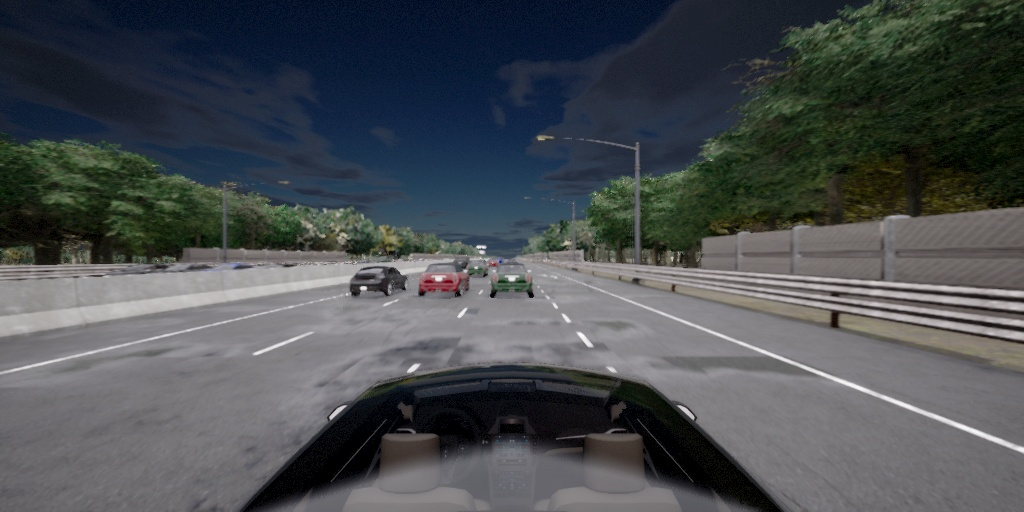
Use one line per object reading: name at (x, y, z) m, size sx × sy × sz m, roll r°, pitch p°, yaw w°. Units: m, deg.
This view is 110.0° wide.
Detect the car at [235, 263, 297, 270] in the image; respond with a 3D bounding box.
car at (-17.585, 1.321, 26.616) m, size 1.837 × 1.490 × 4.892 m, roll 0°, pitch 0°, yaw 0°

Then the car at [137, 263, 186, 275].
car at (-24.580, 1.299, 27.049) m, size 1.882 × 1.535 × 5.008 m, roll 0°, pitch 0°, yaw 0°

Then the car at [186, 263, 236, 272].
car at (-21.082, 1.296, 26.890) m, size 1.882 × 1.535 × 5.008 m, roll 0°, pitch 0°, yaw 0°

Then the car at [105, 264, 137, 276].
car at (-28.075, 1.333, 27.504) m, size 1.837 × 1.490 × 4.892 m, roll 0°, pitch -1°, yaw 0°

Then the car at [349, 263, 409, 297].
car at (-7.003, 1.290, 19.330) m, size 1.837 × 1.490 × 4.892 m, roll 0°, pitch 0°, yaw 0°

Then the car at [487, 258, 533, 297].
car at (-0.004, 1.131, 19.280) m, size 2.097 × 1.767 × 4.553 m, roll 0°, pitch 0°, yaw 0°

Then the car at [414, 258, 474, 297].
car at (-3.503, 1.133, 19.280) m, size 2.097 × 1.767 × 4.553 m, roll 0°, pitch 0°, yaw 0°

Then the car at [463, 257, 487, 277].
car at (-3.502, 1.200, 37.145) m, size 2.097 × 1.767 × 4.553 m, roll 0°, pitch 0°, yaw 0°
